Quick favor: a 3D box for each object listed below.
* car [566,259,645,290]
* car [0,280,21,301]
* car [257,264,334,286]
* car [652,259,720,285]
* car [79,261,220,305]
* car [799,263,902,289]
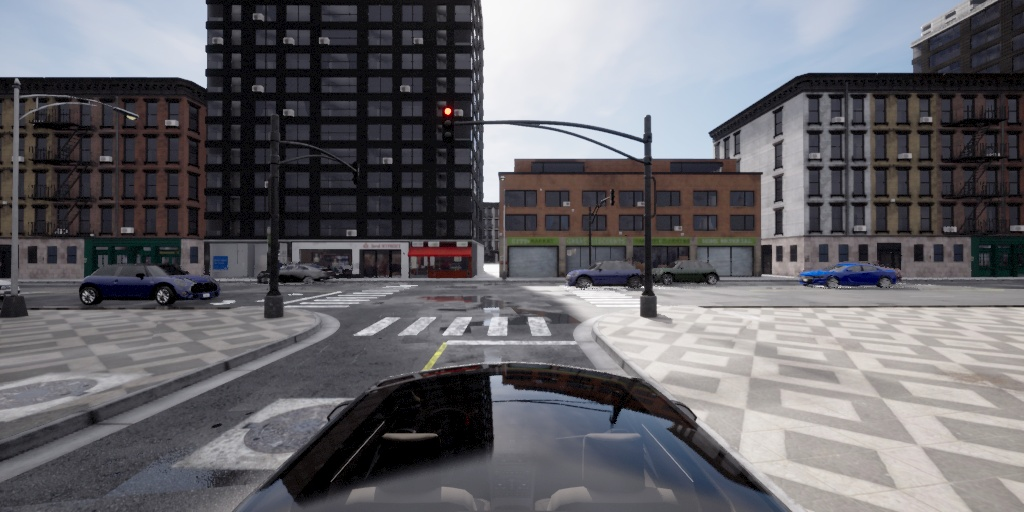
[{"bbox_3d":[5.621,1.101,22.047,4.553,1.767,2.097,0,0,0],"label":"car"},{"bbox_3d":[-24.098,1.279,15.252,4.674,1.442,1.812,0,0,0],"label":"car"},{"bbox_3d":[-15.192,1.309,25.230,4.902,1.511,2.128,0,0,0],"label":"car"},{"bbox_3d":[11.966,1.116,25.316,4.553,1.767,2.097,0,0,0],"label":"car"},{"bbox_3d":[-15.217,1.088,15.257,4.553,1.767,2.097,0,0,1],"label":"car"},{"bbox_3d":[20.572,1.198,22.091,5.008,1.535,1.882,0,0,0],"label":"car"}]
